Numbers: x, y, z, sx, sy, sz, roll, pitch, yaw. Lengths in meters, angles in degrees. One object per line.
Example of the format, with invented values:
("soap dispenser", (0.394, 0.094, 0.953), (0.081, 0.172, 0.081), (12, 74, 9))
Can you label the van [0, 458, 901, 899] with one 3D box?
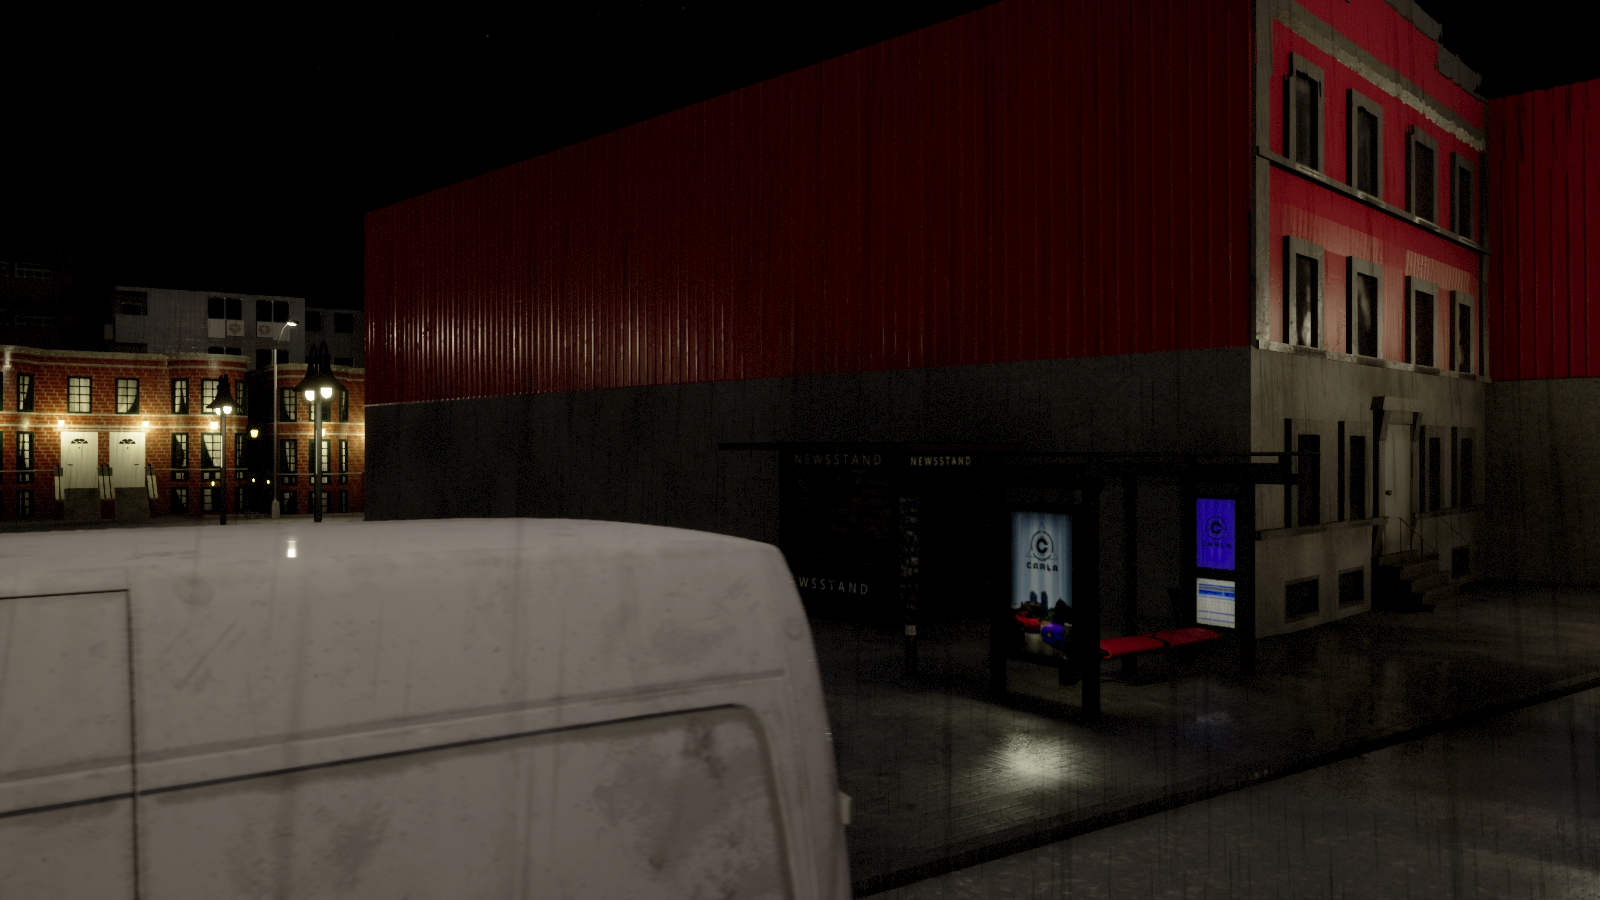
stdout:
("van", (-2.690, 1.314, 2.525), (5.915, 2.561, 1.988), (0, 0, -35))
